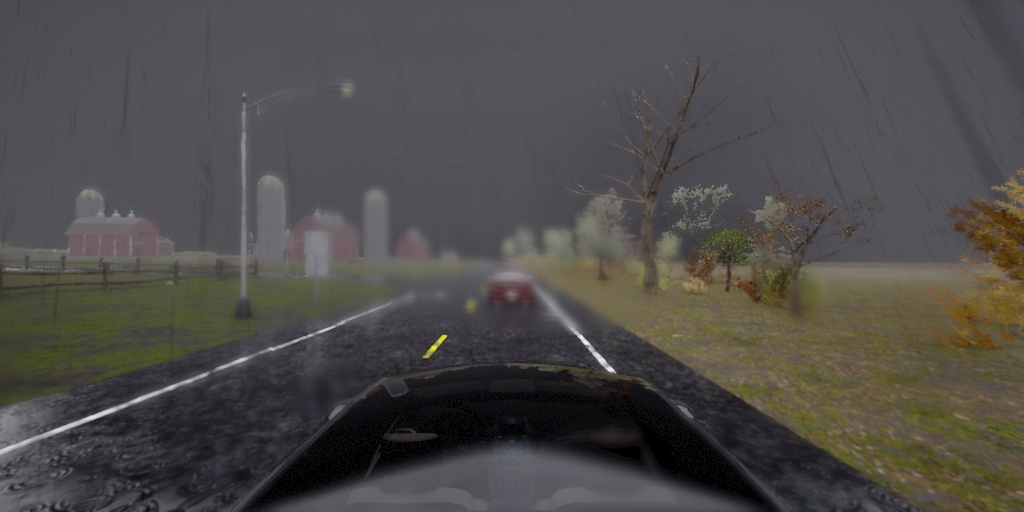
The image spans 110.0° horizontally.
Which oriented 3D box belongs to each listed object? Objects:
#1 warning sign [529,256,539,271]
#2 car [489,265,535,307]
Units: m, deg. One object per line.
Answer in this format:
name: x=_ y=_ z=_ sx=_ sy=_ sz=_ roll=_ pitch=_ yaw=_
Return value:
warning sign: x=3.191 y=1.383 z=55.192 sx=1.300 sy=1.860 sz=1.060 roll=0 pitch=0 yaw=-1
car: x=-0.001 y=1.365 z=16.334 sx=1.882 sy=1.535 sz=5.008 roll=0 pitch=0 yaw=0
